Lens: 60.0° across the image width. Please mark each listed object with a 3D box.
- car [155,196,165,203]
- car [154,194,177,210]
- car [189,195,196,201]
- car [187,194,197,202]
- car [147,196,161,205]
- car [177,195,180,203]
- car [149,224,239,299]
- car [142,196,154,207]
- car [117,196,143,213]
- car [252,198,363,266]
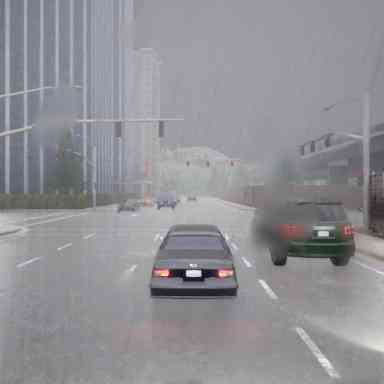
[{"bbox_3d":[-6.981,1.524,72.422,1.812,1.442,4.674,0,0,0],"label":"car"},{"bbox_3d":[-3.397,1.225,43.563,2.150,2.045,5.566,0,0,-3],"label":"car"},{"bbox_3d":[0.024,1.499,88.893,1.837,1.490,4.892,0,0,0],"label":"car"},{"bbox_3d":[0.021,1.355,78.648,2.097,1.767,4.553,0,0,0],"label":"car"},{"bbox_3d":[-7.047,1.491,61.946,2.128,1.511,4.902,0,0,0],"label":"car"},{"bbox_3d":[-3.571,1.351,55.683,2.097,1.767,4.553,0,0,0],"label":"car"},{"bbox_3d":[0.057,1.547,8.630,2.033,1.411,5.357,0,0,1],"label":"car"},{"bbox_3d":[-7.081,1.351,50.133,2.097,1.767,4.553,0,0,0],"label":"car"},{"bbox_3d":[-7.090,1.544,37.464,1.837,1.490,4.892,0,-1,0],"label":"car"},{"bbox_3d":[3.574,1.221,11.663,2.150,2.045,5.566,0,0,1],"label":"car"}]
